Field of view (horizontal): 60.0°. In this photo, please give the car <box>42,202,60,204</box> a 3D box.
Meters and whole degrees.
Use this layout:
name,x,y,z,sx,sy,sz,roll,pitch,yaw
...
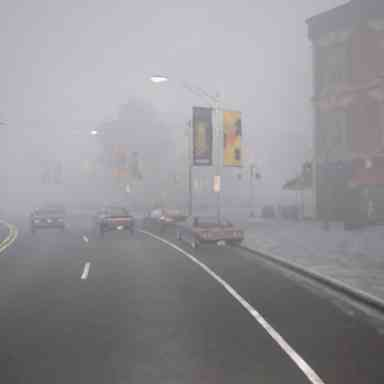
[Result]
name,x,y,z,sx,sy,sz,roll,pitch,yaw
car,-14.734,1.761,34.410,2.128,1.511,4.902,0,0,-41

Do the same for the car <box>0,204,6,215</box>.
name,x,y,z,sx,sy,sz,roll,pitch,yaw
car,-23.018,1.932,38.232,1.895,1.301,4.718,0,0,-44

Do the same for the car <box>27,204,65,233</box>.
name,x,y,z,sx,sy,sz,roll,pitch,yaw
car,-9.273,1.714,21.054,2.033,1.411,5.357,0,0,-28

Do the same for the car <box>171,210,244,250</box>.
name,x,y,z,sx,sy,sz,roll,pitch,yaw
car,0.572,1.679,14.851,1.895,1.301,4.718,0,0,-15

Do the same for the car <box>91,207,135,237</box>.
name,x,y,z,sx,sy,sz,roll,pitch,yaw
car,-4.650,1.625,19.257,2.128,1.511,4.902,0,0,-23
